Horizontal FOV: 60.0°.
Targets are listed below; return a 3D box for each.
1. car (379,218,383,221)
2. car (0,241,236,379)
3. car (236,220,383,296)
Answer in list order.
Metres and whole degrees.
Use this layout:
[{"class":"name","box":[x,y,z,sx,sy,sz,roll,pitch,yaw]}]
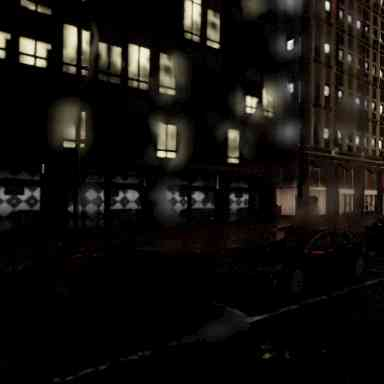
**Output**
[{"class":"car","box":[7.428,1.562,11.841,4.313,1.339,1.947,0,1,-35]},{"class":"car","box":[-1.649,1.544,5.366,4.507,1.381,1.887,0,1,-35]},{"class":"car","box":[2.889,1.549,8.603,4.403,1.369,2.008,0,1,-35]}]
